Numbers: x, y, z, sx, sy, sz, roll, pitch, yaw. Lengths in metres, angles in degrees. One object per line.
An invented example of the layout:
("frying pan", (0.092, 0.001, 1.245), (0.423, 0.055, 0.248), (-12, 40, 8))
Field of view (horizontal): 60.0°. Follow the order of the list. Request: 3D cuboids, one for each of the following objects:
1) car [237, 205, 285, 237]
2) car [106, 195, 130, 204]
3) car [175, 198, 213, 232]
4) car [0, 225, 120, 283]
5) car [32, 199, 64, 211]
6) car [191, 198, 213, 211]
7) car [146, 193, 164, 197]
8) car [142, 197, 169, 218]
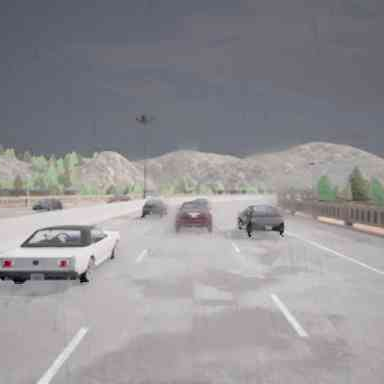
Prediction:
("car", (3.603, 1.464, 18.003), (2.128, 1.511, 4.902), (0, 0, 0))
("car", (-11.214, 1.274, 50.674), (2.097, 1.767, 4.553), (0, 0, 13))
("car", (0.105, 1.321, 20.169), (2.097, 1.767, 4.553), (0, 0, 0))
("car", (-3.405, 1.586, 9.544), (1.895, 1.301, 4.718), (0, 0, 0))
("car", (-16.752, 1.505, 38.807), (1.994, 1.385, 4.181), (0, 0, 6))
("car", (1.262, 1.485, 40.890), (2.033, 1.411, 5.357), (0, 0, 9))
("car", (-6.410, 1.138, 55.303), (2.150, 2.045, 5.566), (0, 0, 16))
("car", (-3.253, 1.460, 29.760), (1.837, 1.490, 4.892), (0, 0, 2))
